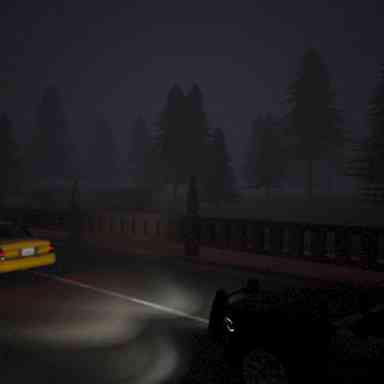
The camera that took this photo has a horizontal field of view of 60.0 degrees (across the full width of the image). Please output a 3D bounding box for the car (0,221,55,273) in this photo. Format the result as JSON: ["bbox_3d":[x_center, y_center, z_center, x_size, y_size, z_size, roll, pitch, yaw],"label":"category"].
[{"bbox_3d":[-6.288,1.491,9.950,5.366,1.575,1.801,0,-1,35],"label":"car"}]

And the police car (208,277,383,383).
[{"bbox_3d":[2.502,1.501,3.264,5.238,1.638,1.930,0,-1,40],"label":"police car"}]
